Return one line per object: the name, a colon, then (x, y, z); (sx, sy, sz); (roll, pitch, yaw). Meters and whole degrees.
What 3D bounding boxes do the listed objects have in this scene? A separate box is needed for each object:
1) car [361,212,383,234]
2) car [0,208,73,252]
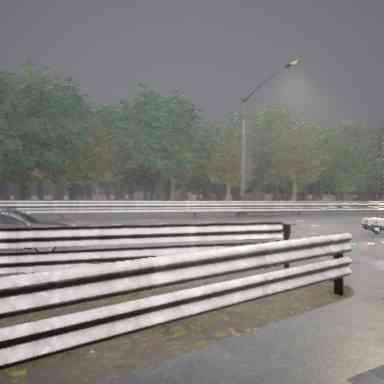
car: (11.430, 1.604, 17.489); (4.718, 1.301, 1.895); (1, 0, -19)
car: (-6.493, 1.320, 11.297); (4.892, 1.490, 1.837); (1, 0, -19)
